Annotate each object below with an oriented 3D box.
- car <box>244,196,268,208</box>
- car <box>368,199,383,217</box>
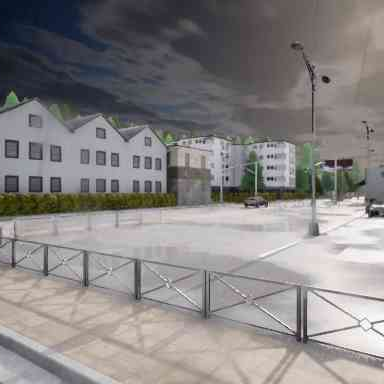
[{"bbox_3d":[8.441,1.300,43.420,2.128,1.511,4.902,0,0,33],"label":"car"},{"bbox_3d":[15.469,1.298,26.777,2.007,1.523,4.514,0,0,35],"label":"car"}]
